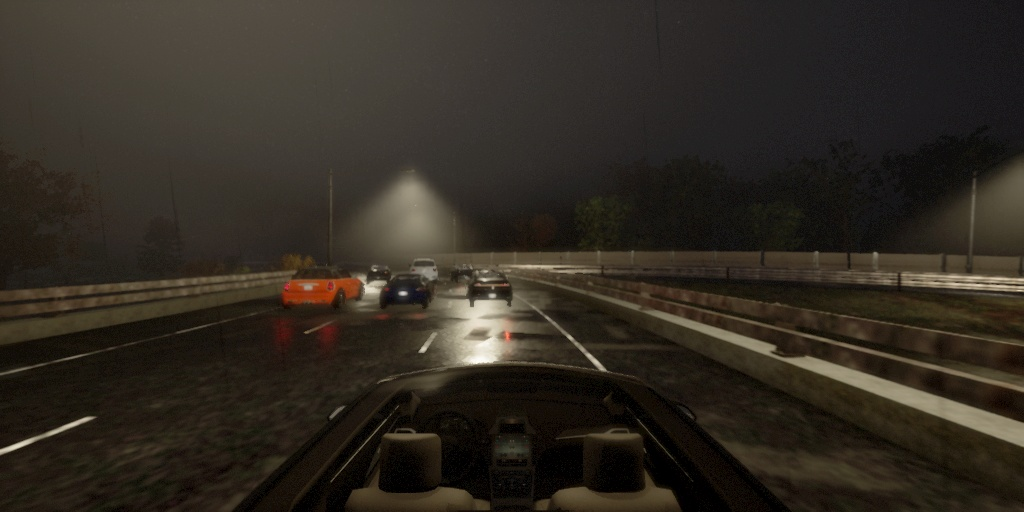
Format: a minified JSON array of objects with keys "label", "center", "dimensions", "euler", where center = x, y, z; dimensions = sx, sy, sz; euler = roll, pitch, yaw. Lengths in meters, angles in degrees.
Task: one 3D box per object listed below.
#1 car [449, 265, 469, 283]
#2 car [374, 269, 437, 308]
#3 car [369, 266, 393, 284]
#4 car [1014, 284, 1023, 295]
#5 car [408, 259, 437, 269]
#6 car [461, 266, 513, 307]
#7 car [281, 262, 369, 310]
[{"label":"car","center":[-4.537,1.570,32.571],"dimensions":[2.128,1.511,4.902],"euler":[0,0,-17]},{"label":"car","center":[-4.591,1.471,16.165],"dimensions":[1.994,1.385,4.181],"euler":[0,-1,-8]},{"label":"car","center":[-11.293,1.559,30.741],"dimensions":[2.128,1.511,4.902],"euler":[0,0,-17]},{"label":"car","center":[39.039,2.237,25.474],"dimensions":[4.181,1.385,1.994],"euler":[3,1,28]},{"label":"car","center":[-7.632,1.287,30.755],"dimensions":[2.150,2.045,5.566],"euler":[0,0,-16]},{"label":"car","center":[-1.133,1.401,16.708],"dimensions":[2.128,1.511,4.902],"euler":[0,0,-8]},{"label":"car","center":[-8.070,1.257,15.777],"dimensions":[2.097,1.767,4.553],"euler":[0,-1,-8]}]
